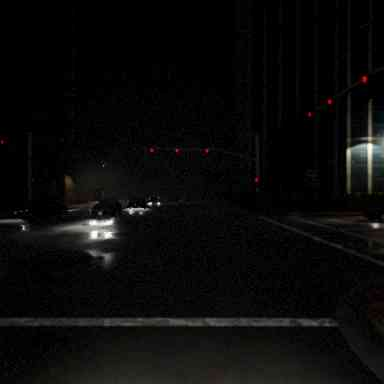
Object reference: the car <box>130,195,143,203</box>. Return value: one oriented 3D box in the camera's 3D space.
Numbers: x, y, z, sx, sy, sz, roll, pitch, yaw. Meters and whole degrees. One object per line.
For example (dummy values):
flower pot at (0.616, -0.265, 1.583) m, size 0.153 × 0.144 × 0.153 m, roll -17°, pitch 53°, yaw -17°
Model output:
car at (-10.620, 1.305, 64.232) m, size 1.812 × 1.442 × 4.674 m, roll 0°, pitch 0°, yaw 0°

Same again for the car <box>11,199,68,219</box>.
car at (-12.757, 1.410, 28.192) m, size 1.837 × 1.490 × 4.892 m, roll 2°, pitch 1°, yaw 25°

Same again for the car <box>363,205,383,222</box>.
car at (15.440, 1.393, 24.771) m, size 5.008 × 1.535 × 1.882 m, roll 0°, pitch 0°, yaw -1°

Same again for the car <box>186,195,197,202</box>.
car at (-0.112, 1.302, 65.388) m, size 1.812 × 1.442 × 4.674 m, roll 0°, pitch 0°, yaw 0°

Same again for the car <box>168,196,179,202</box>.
car at (-3.613, 1.375, 65.952) m, size 1.895 × 1.301 × 4.718 m, roll 0°, pitch 0°, yaw 0°

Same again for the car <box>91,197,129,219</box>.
car at (-7.146, 1.395, 28.337) m, size 2.128 × 1.511 × 4.902 m, roll 0°, pitch 0°, yaw 0°

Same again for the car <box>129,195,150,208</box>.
car at (-7.165, 1.413, 43.943) m, size 1.994 × 1.385 × 4.181 m, roll 0°, pitch 0°, yaw 0°

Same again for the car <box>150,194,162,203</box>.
car at (-7.119, 1.128, 64.750) m, size 2.097 × 1.767 × 4.553 m, roll 0°, pitch 0°, yaw 0°

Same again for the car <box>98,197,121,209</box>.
car at (-10.664, 1.377, 43.346) m, size 1.812 × 1.442 × 4.674 m, roll 0°, pitch 0°, yaw 0°
